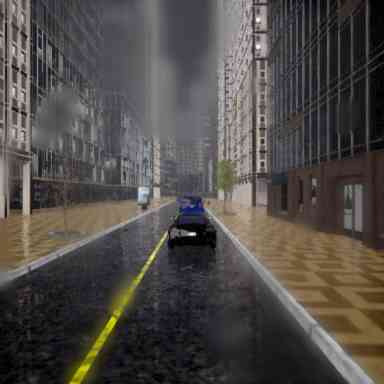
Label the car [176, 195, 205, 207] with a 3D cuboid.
[{"bbox_3d":[0.000,1.275,29.682,2.150,2.045,5.566,0,0,0],"label":"car"}]

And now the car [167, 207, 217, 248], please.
[{"bbox_3d":[0.000,1.573,14.650,1.994,1.385,4.181,0,0,0],"label":"car"}]
